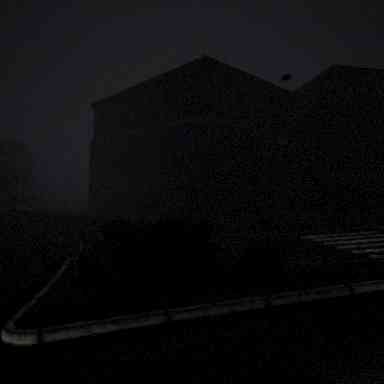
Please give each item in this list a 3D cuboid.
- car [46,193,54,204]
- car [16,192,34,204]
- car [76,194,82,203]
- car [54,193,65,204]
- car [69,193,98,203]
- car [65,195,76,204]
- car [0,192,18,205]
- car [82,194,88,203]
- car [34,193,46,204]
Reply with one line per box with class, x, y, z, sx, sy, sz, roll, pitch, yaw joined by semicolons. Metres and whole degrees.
car;-28.489;1.265;60.736;4.553;1.767;2.185;2;-1;-5
car;-30.027;0.987;54.995;5.566;2.045;2.435;2;-1;-5
car;-26.021;1.449;69.329;4.553;1.767;2.185;2;0;-4
car;-27.858;1.453;63.575;5.366;1.575;1.946;2;-1;-5
car;-24.412;1.395;75.032;5.566;2.045;2.435;1;0;-4
car;-26.834;1.273;66.475;5.566;2.045;2.435;2;-1;-4
car;-30.759;1.164;52.121;4.892;1.521;2.231;2;-1;-6
car;-25.258;1.644;72.177;4.792;1.488;2.163;2;0;-4
car;-29.203;1.065;57.881;5.566;2.045;2.435;2;-1;-5
